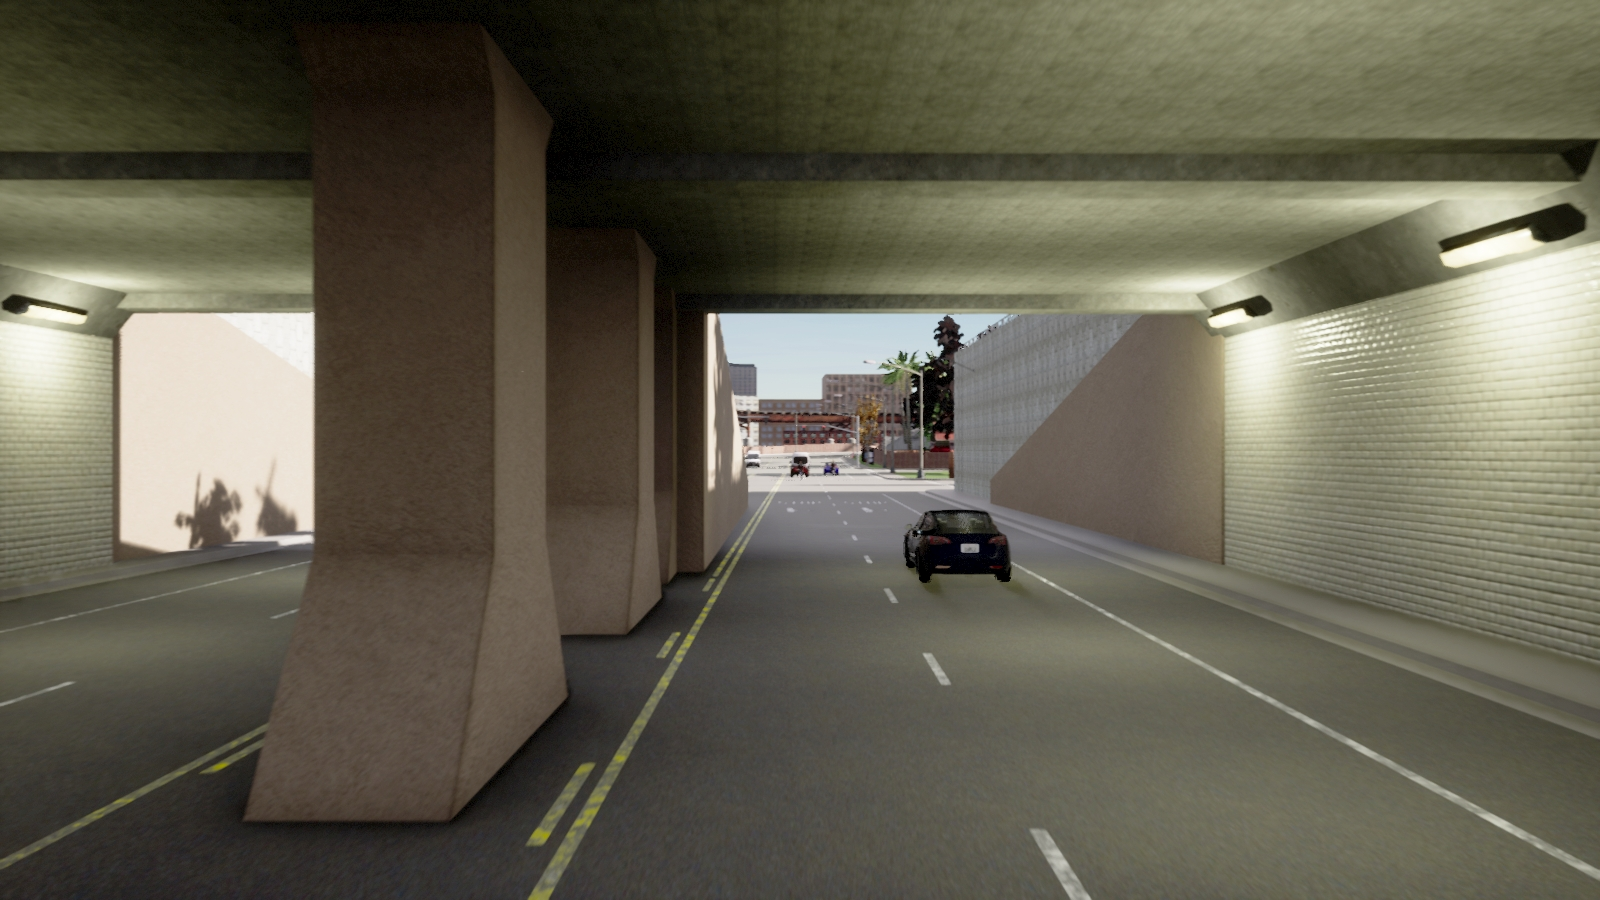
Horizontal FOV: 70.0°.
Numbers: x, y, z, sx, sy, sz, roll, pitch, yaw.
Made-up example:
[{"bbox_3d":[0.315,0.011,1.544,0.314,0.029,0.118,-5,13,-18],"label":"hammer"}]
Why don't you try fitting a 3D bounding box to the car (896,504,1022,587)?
[{"bbox_3d":[3.460,2.063,25.751,2.163,1.488,4.792,0,0,0],"label":"car"}]
